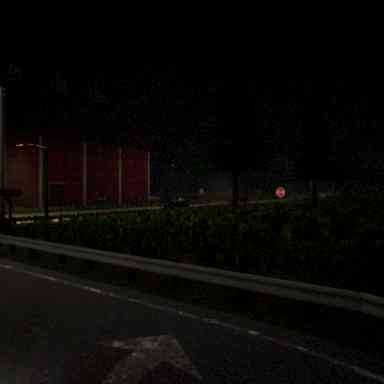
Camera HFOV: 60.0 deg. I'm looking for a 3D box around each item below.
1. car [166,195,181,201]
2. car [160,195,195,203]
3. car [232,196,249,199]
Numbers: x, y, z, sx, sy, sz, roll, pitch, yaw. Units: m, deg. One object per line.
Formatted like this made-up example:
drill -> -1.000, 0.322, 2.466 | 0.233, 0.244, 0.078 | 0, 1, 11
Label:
car -> -4.717, 1.446, 85.619 | 1.816, 1.474, 4.193 | 0, 0, 36
car -> -2.219, 1.475, 42.877 | 2.128, 1.511, 4.902 | 0, 0, 36
car -> 7.996, 1.381, 56.589 | 1.882, 1.535, 5.008 | 0, 0, 36
